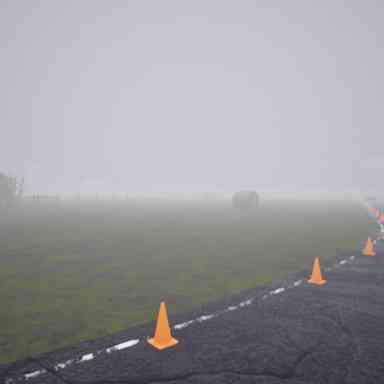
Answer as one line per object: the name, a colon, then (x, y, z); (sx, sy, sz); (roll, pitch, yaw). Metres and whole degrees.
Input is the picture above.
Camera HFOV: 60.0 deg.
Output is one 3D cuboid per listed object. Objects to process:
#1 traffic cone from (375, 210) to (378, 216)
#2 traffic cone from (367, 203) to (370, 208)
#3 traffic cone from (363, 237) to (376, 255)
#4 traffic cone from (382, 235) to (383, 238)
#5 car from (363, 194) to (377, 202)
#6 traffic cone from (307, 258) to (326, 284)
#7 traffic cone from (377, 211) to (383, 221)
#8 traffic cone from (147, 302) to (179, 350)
traffic cone: (15.873, 1.779, 28.511); (0.340, 0.580, 0.340); (0, 0, 26)
traffic cone: (20.185, 1.719, 37.533); (0.340, 0.580, 0.340); (0, 0, 26)
traffic cone: (6.247, 1.887, 11.726); (0.340, 0.580, 0.340); (0, 0, 39)
traffic cone: (9.085, 1.861, 15.557); (0.340, 0.580, 0.340); (0, 0, 34)
car: (33.967, 1.048, 63.587); (1.882, 1.535, 5.008); (0, 0, 22)
traffic cone: (3.066, 1.913, 8.174); (0.340, 0.580, 0.340); (0, 0, 45)
traffic cone: (13.717, 1.807, 24.000); (0.340, 0.580, 0.340); (0, 0, 26)
traffic cone: (-0.432, 1.938, 4.933); (0.340, 0.580, 0.340); (0, 0, -40)
